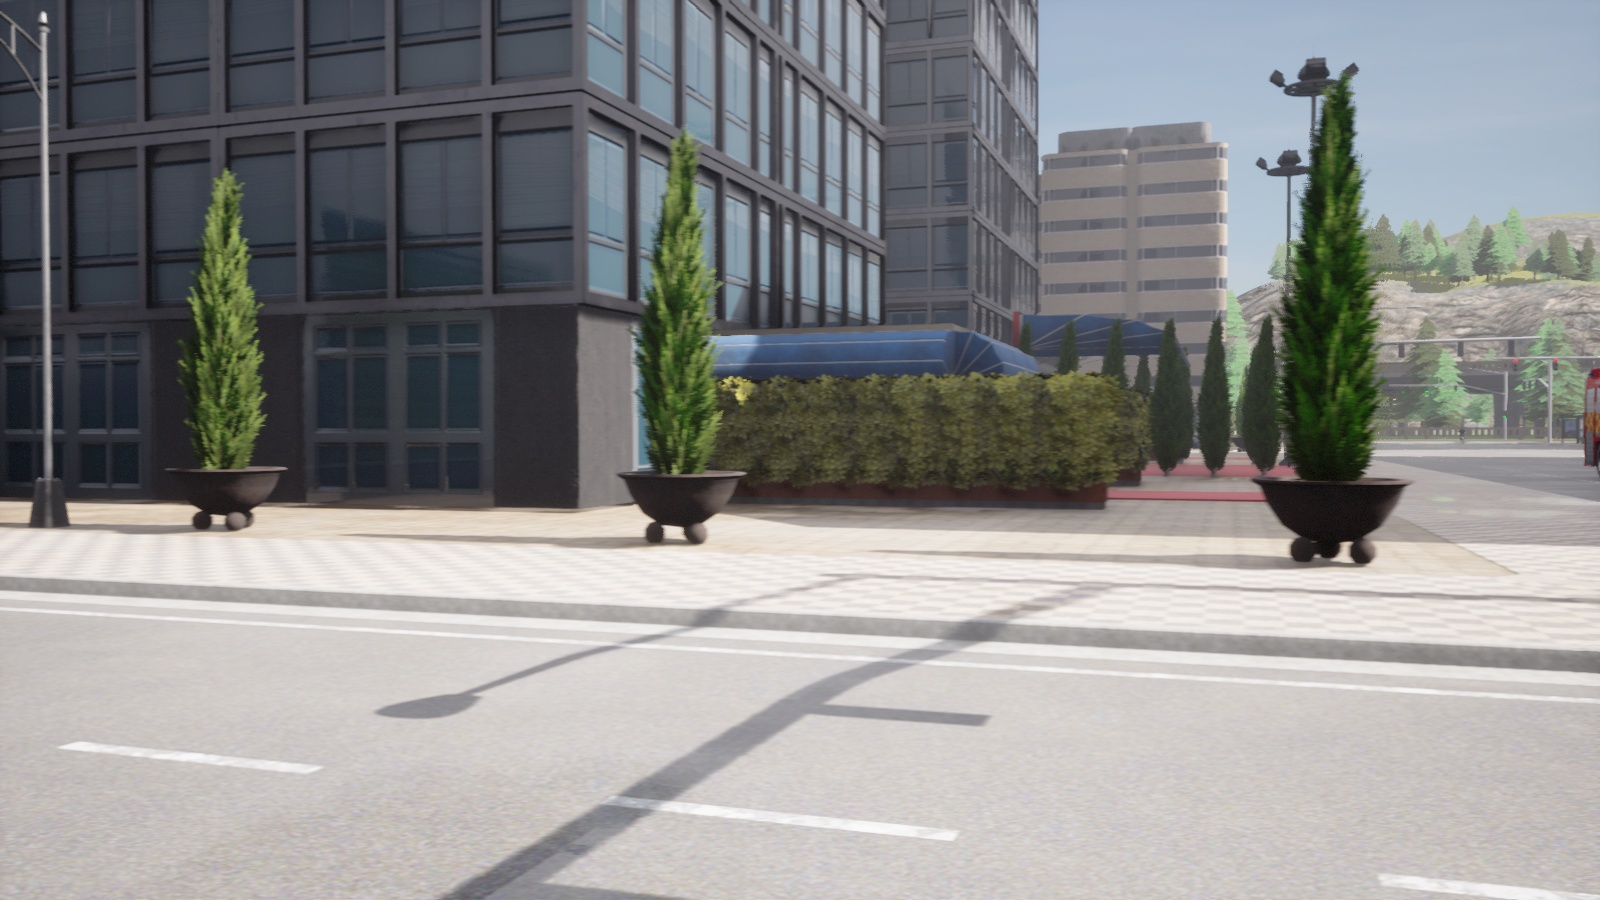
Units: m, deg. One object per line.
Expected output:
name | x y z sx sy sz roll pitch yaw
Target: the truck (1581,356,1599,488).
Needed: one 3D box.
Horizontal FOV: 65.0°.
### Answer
truck | 23.958 -0.775 33.929 2.891 3.827 8.468 1 1 18
